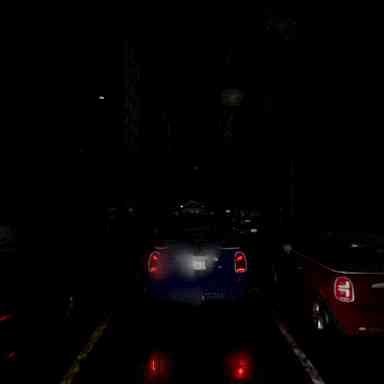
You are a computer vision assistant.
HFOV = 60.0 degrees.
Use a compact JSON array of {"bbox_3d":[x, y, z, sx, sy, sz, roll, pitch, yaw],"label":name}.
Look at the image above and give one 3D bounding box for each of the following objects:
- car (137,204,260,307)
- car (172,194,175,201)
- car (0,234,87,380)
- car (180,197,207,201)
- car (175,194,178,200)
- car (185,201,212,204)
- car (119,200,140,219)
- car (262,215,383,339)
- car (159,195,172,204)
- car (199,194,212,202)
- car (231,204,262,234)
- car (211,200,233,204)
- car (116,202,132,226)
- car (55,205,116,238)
[{"bbox_3d":[0.105,1.352,8.157,2.097,1.767,4.553,0,0,0],"label":"car"},{"bbox_3d":[-5.563,1.616,76.518,2.008,1.369,4.403,0,0,0],"label":"car"},{"bbox_3d":[-3.098,1.564,4.386,1.994,1.385,4.181,0,0,0],"label":"car"},{"bbox_3d":[0.019,1.459,27.459,1.801,1.575,5.366,0,0,0],"label":"car"},{"bbox_3d":[-5.523,1.637,92.573,1.752,1.417,4.829,0,0,0],"label":"car"},{"bbox_3d":[0.108,1.479,17.437,1.882,1.535,5.008,0,0,0],"label":"car"},{"bbox_3d":[-5.652,1.443,28.598,1.967,1.590,4.097,0,0,0],"label":"car"},{"bbox_3d":[2.858,1.440,6.586,1.967,1.590,4.097,0,0,0],"label":"car"},{"bbox_3d":[-5.591,1.625,65.701,1.802,1.307,4.206,0,0,0],"label":"car"},{"bbox_3d":[2.934,1.484,65.682,1.967,1.590,4.097,0,0,0],"label":"car"},{"bbox_3d":[2.866,1.552,17.589,2.008,1.369,4.403,0,0,0],"label":"car"},{"bbox_3d":[2.874,1.569,28.592,1.947,1.339,4.313,0,0,0],"label":"car"},{"bbox_3d":[-5.656,1.584,23.097,1.802,1.307,4.206,0,0,0],"label":"car"},{"bbox_3d":[-5.659,1.567,17.595,1.947,1.339,4.313,0,0,0],"label":"car"}]
